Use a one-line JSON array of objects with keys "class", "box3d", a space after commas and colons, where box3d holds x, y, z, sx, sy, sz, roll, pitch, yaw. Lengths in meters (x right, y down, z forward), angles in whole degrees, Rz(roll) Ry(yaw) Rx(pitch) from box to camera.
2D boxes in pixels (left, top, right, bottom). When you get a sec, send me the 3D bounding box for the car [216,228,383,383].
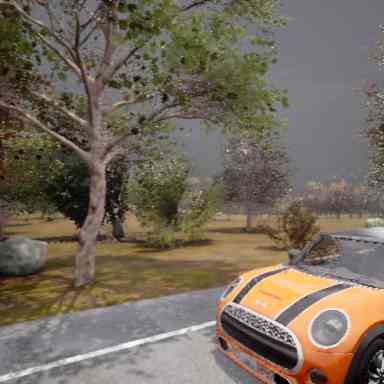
[{"class": "car", "box3d": [2.588, 1.373, 4.952, 4.553, 1.767, 2.097, 1, 0, -30]}]
